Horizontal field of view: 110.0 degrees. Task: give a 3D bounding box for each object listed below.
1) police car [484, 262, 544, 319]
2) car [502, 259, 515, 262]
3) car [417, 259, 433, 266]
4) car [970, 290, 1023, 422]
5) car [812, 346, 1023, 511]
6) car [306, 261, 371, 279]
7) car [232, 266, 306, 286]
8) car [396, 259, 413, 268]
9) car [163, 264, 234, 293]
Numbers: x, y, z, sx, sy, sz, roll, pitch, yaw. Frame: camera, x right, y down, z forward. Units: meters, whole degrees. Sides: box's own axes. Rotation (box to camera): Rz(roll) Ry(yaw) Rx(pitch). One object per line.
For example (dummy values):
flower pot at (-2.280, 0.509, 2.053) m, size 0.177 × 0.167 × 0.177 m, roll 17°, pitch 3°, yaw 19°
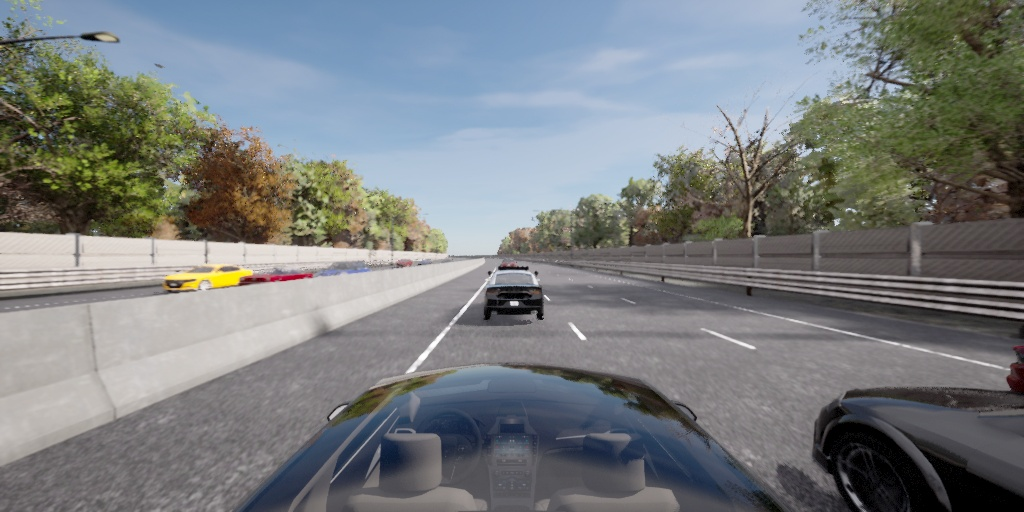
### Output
police car at (0.047, 1.179, 13.018) m, size 1.930 × 1.638 × 5.238 m, roll 0°, pitch 0°, yaw 0°
car at (-0.421, 1.117, 43.079) m, size 2.097 × 1.767 × 4.553 m, roll 0°, pitch 0°, yaw -1°
car at (-15.116, 1.313, 62.947) m, size 2.033 × 1.411 × 5.357 m, roll 0°, pitch 0°, yaw -2°
car at (7.092, 1.227, 2.309) m, size 1.882 × 1.535 × 5.008 m, roll 0°, pitch 0°, yaw 0°
car at (3.592, 1.313, 1.359) m, size 1.994 × 1.385 × 4.181 m, roll 0°, pitch 0°, yaw 0°
car at (-10.753, 1.109, 23.020) m, size 2.097 × 1.767 × 4.553 m, roll 0°, pitch 0°, yaw -1°
car at (-14.237, 1.357, 21.947) m, size 1.895 × 1.301 × 4.718 m, roll 0°, pitch 0°, yaw -1°
car at (-18.606, 1.241, 62.306) m, size 1.882 × 1.535 × 5.008 m, roll 0°, pitch 0°, yaw -1°
car at (-17.730, 1.233, 21.230) m, size 1.882 × 1.535 × 5.008 m, roll 0°, pitch 0°, yaw -1°
